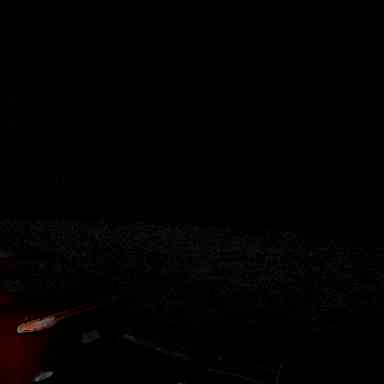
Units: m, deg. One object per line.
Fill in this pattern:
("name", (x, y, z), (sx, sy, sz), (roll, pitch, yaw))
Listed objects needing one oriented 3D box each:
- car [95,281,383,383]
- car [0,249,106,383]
("car", (1.586, 1.438, 1.941), (4.097, 1.590, 1.967), (-1, 0, 35))
("car", (-3.012, 1.588, 5.220), (4.507, 1.381, 1.887), (-1, 0, 35))
